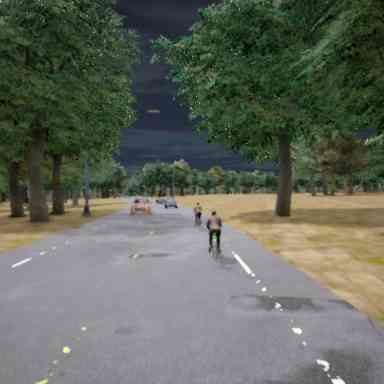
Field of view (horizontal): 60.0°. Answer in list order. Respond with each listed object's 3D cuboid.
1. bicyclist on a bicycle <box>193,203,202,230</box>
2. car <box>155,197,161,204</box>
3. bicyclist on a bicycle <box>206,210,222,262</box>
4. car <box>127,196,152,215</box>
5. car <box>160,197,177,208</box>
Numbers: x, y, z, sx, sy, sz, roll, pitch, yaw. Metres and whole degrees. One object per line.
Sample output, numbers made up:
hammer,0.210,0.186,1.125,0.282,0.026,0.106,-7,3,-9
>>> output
bicyclist on a bicycle,0.369,1.466,20.094,0.582,1.620,1.656,0,0,-3
car,-7.045,1.854,73.494,2.128,1.511,4.902,0,0,-11
bicyclist on a bicycle,0.748,1.448,11.098,0.582,1.620,1.656,0,0,-2
car,-5.277,1.430,34.813,2.097,1.767,4.553,0,0,-5
car,-3.353,1.714,51.017,2.033,1.411,5.357,0,0,-7
